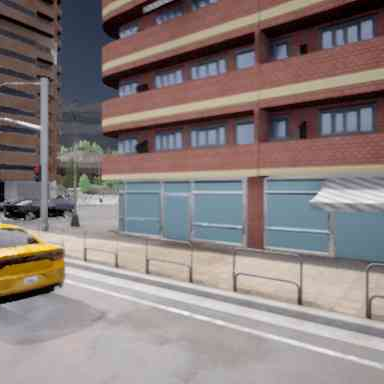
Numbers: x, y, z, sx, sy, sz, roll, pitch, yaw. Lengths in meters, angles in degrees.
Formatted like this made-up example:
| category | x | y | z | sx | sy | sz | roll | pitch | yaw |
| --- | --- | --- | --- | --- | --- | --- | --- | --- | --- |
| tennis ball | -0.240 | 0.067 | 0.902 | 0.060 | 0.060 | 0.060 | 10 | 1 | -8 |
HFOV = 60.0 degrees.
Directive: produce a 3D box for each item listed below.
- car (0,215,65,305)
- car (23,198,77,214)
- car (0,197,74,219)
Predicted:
| category | x | y | z | sx | sy | sz | roll | pitch | yaw |
| --- | --- | --- | --- | --- | --- | --- | --- | --- | --- |
| car | -4.907 | 1.431 | 7.466 | 5.008 | 1.535 | 1.882 | 0 | 0 | 36 |
| car | -14.262 | 1.348 | 33.646 | 1.812 | 1.442 | 4.674 | 0 | 0 | 36 |
| car | -11.482 | 1.340 | 25.376 | 1.882 | 1.535 | 5.008 | 0 | 0 | 35 |
